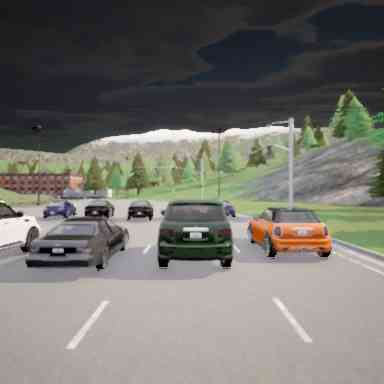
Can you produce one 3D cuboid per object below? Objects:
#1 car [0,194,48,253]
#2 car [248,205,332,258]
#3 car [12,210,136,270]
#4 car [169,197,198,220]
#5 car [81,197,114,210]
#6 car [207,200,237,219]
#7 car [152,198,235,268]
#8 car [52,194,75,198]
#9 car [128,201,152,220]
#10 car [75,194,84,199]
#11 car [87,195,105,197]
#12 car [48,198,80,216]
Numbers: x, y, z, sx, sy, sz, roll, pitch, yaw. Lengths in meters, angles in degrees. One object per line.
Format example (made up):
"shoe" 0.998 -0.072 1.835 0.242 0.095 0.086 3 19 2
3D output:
"car" -6.909 1.211 10.480 2.150 2.045 5.566 0 0 0
"car" 3.553 1.337 12.902 2.097 1.767 4.553 0 0 -1
"car" -3.416 1.535 10.971 2.033 1.411 5.357 0 0 0
"car" -0.802 1.319 28.281 2.097 1.767 4.553 0 0 -6
"car" -7.812 1.445 28.369 1.882 1.535 5.008 0 0 -6
"car" 2.588 1.492 29.680 1.812 1.442 4.674 0 0 -6
"car" 0.082 1.210 11.354 2.150 2.045 5.566 0 0 0
"car" -33.529 1.427 86.864 4.674 1.442 1.812 0 0 32
"car" -4.232 1.446 27.620 1.882 1.535 5.008 0 0 -6
"car" -31.049 1.452 89.419 4.181 1.385 1.994 0 0 32
"car" -25.529 1.425 89.657 4.902 1.511 2.128 0 0 39
"car" -11.380 1.493 28.771 1.812 1.442 4.674 0 0 -6
